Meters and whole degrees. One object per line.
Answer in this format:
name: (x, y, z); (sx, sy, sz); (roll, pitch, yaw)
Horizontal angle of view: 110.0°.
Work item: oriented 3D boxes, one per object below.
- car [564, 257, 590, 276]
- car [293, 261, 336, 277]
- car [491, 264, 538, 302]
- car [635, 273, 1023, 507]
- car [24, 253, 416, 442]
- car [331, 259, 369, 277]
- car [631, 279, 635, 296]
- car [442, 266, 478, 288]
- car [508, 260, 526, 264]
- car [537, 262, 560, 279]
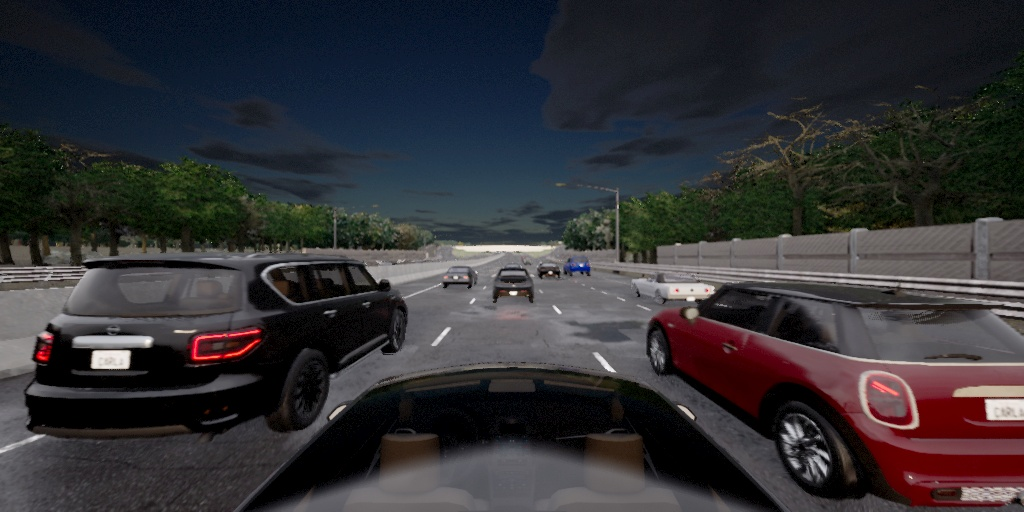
car: (7.067, 1.115, 39.219); (2.150, 2.045, 5.566); (0, -1, 0)
car: (-21.127, 1.380, 38.646); (1.882, 1.535, 5.008); (0, 0, 0)
car: (0.055, 1.319, 17.535); (1.837, 1.490, 4.892); (0, 0, 0)
car: (3.491, 1.111, 4.656); (2.097, 1.767, 4.553); (0, 0, 0)
car: (-3.413, 0.987, 5.725); (2.150, 2.045, 5.566); (0, 0, 0)
car: (-17.624, 1.256, 39.182); (2.097, 1.767, 4.553); (0, 0, 0)
car: (7.052, 1.408, 16.346); (1.895, 1.301, 4.718); (0, 0, 0)
car: (-3.458, 1.391, 24.443); (2.033, 1.411, 5.357); (0, 0, 0)
car: (0.059, 1.436, 36.103); (2.033, 1.411, 5.357); (0, 0, 0)
car: (3.455, 1.361, 34.618); (1.882, 1.535, 5.008); (0, 0, 0)
